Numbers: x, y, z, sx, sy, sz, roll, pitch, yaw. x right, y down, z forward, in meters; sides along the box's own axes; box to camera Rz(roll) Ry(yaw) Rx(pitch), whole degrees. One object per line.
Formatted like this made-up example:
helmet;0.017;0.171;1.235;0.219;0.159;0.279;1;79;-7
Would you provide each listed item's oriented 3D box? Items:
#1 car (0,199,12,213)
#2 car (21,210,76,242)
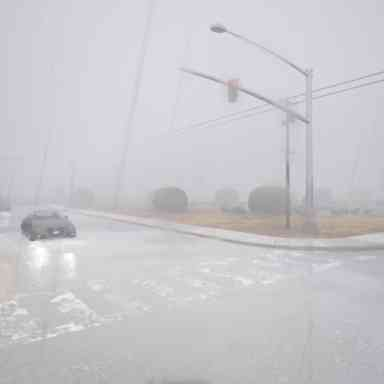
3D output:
car;-21.348;1.512;36.946;1.994;1.385;4.181;0;0;-35
car;-7.228;1.611;16.572;1.994;1.385;4.181;0;1;-35
